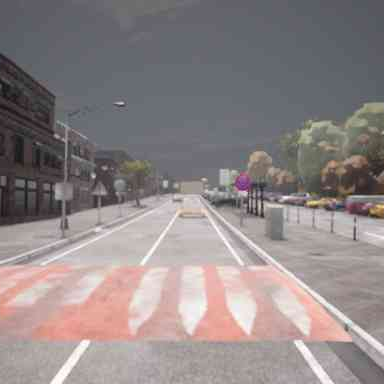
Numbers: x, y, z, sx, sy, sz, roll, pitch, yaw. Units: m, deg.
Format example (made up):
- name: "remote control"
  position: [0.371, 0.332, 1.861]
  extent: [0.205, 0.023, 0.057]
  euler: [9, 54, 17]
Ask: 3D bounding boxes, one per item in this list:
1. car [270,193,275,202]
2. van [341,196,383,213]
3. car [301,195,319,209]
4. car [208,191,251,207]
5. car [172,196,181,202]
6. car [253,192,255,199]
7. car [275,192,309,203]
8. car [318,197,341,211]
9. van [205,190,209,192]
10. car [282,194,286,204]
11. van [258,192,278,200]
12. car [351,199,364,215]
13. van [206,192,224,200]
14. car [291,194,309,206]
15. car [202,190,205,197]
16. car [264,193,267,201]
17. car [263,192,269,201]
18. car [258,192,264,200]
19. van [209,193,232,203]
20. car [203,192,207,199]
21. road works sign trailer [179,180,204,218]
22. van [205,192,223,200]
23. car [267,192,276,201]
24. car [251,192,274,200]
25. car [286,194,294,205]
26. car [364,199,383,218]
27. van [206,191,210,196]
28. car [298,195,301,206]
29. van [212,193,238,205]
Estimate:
- name: "car"
  position: [18.798, 1.448, 66.218]
  extent: [5.008, 1.535, 2.097]
  euler: [0, 0, 0]
- name: "van"
  position: [18.957, 1.404, 35.685]
  extent: [4.442, 1.987, 1.878]
  euler: [0, 0, 0]
- name: "car"
  position: [18.641, 1.561, 46.788]
  extent: [5.366, 1.575, 1.946]
  euler: [0, 0, 0]
- name: "car"
  position: [5.713, 1.285, 51.451]
  extent: [5.566, 2.045, 2.435]
  euler: [0, 0, 0]
- name: "car"
  position: [-3.241, 1.488, 70.986]
  extent: [1.895, 1.301, 4.718]
  euler: [0, 1, 0]
- name: "car"
  position: [18.965, 1.232, 85.652]
  extent: [5.366, 1.575, 1.946]
  euler: [0, 1, 0]
- name: "car"
  position: [18.781, 1.232, 60.664]
  extent: [5.566, 2.045, 2.435]
  euler: [0, 0, 0]
- name: "car"
  position: [18.805, 1.626, 41.236]
  extent: [4.792, 1.488, 2.163]
  euler: [0, 0, 0]
- name: "van"
  position: [5.824, 1.093, 79.493]
  extent: [4.442, 1.987, 1.878]
  euler: [0, 1, 0]
- name: "car"
  position: [18.819, 1.499, 57.890]
  extent: [5.008, 1.535, 2.097]
  euler: [0, 0, 0]
- name: "van"
  position: [18.899, 1.047, 82.875]
  extent: [4.442, 1.987, 1.878]
  euler: [0, 1, 0]
- name: "car"
  position: [18.841, 1.686, 32.911]
  extent: [4.674, 1.452, 2.002]
  euler: [0, 0, 0]
- name: "van"
  position: [5.817, 1.016, 85.097]
  extent: [4.442, 1.987, 1.878]
  euler: [0, 1, 0]
- name: "car"
  position: [18.827, 1.533, 52.338]
  extent: [4.892, 1.521, 2.231]
  euler: [0, 0, 0]
- name: "car"
  position: [5.675, 1.029, 82.293]
  extent: [5.566, 2.045, 2.435]
  euler: [0, 1, 0]
- name: "car"
  position: [18.767, 1.435, 71.767]
  extent: [4.792, 1.488, 2.163]
  euler: [0, 1, 0]
- name: "car"
  position: [18.821, 1.405, 74.550]
  extent: [4.792, 1.488, 2.163]
  euler: [0, 1, 0]
- name: "car"
  position: [18.761, 1.093, 77.322]
  extent: [5.566, 2.045, 2.435]
  euler: [0, 1, 0]
- name: "van"
  position: [5.837, 1.206, 68.273]
  extent: [4.442, 1.987, 1.878]
  euler: [0, 0, 0]
- name: "car"
  position: [5.717, 1.352, 76.688]
  extent: [4.892, 1.521, 2.231]
  euler: [0, 1, 0]
- name: "road works sign trailer"
  position: [-0.005, 0.622, 31.723]
  extent: [2.380, 3.560, 2.880]
  euler: [0, 0, 0]
- name: "van"
  position: [5.813, 0.978, 87.900]
  extent: [4.442, 1.987, 1.878]
  euler: [0, 1, 0]
- name: "car"
  position: [18.984, 1.424, 68.995]
  extent: [5.366, 1.575, 1.946]
  euler: [0, 0, 0]
- name: "car"
  position: [18.804, 0.946, 88.424]
  extent: [5.566, 2.045, 2.435]
  euler: [0, 1, 0]
- name: "car"
  position: [18.822, 1.515, 55.114]
  extent: [5.008, 1.535, 2.097]
  euler: [0, 0, 0]
- name: "car"
  position: [18.843, 1.663, 30.134]
  extent: [5.008, 1.535, 2.097]
  euler: [0, 0, 0]
- name: "van"
  position: [5.608, 1.228, 65.471]
  extent: [4.442, 1.987, 1.878]
  euler: [0, 0, 0]
- name: "car"
  position: [18.853, 1.578, 49.563]
  extent: [4.792, 1.488, 2.163]
  euler: [0, 0, 0]
- name: "van"
  position: [5.848, 1.262, 59.861]
  extent: [4.442, 1.987, 1.878]
  euler: [0, 0, 0]
